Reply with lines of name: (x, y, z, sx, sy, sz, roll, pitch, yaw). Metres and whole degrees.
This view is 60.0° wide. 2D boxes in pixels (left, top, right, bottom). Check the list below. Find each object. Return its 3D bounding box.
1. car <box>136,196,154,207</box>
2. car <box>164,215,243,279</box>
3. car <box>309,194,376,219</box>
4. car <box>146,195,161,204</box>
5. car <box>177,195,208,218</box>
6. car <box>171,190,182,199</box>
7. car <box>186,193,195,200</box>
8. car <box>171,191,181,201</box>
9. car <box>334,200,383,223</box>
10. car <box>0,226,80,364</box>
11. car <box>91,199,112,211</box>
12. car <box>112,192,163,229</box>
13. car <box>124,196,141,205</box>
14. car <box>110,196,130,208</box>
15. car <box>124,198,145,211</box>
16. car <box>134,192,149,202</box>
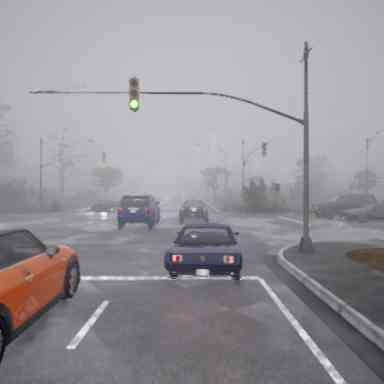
car: (-7.001, 1.421, 50.203, 1.882, 1.535, 5.008, 0, 0, 1)
car: (0.481, 1.591, 10.006, 1.895, 1.301, 4.718, 0, 0, 6)
car: (12.947, 1.190, 28.306, 5.566, 2.045, 2.150, 0, 0, -3)
car: (-6.941, 1.365, 60.299, 2.128, 1.511, 4.902, 0, 1, 0)
car: (0.124, 1.325, 26.157, 2.097, 1.767, 4.553, 0, 0, 0)
car: (-3.821, 0.644, 81.314, 2.150, 2.045, 5.566, 0, 1, -8)
car: (-0.325, 1.060, 81.530, 1.994, 1.385, 4.181, 0, 1, -5)
car: (-3.445, 1.237, 71.178, 2.128, 1.511, 4.902, 0, 1, 0)
car: (13.891, 1.519, 24.854, 5.357, 1.411, 2.033, 0, 0, -3)
car: (-3.474, 1.348, 5.547, 2.097, 1.767, 4.553, 0, 0, -2)
car: (-10.550, 1.561, 39.766, 1.895, 1.301, 4.718, 0, 0, 0)
car: (-3.379, 1.200, 21.810, 2.150, 2.045, 5.566, 0, 0, 0)
car: (-10.450, 1.434, 58.972, 2.033, 1.411, 5.357, 0, 1, 0)
car: (-10.509, 1.424, 49.129, 1.882, 1.535, 5.008, 0, 0, 0)
car: (-7.049, 1.484, 40.991, 1.812, 1.442, 4.674, 0, 0, 0)
car: (-10.442, 0.965, 69.339, 2.150, 2.045, 5.566, 0, 1, 0)
